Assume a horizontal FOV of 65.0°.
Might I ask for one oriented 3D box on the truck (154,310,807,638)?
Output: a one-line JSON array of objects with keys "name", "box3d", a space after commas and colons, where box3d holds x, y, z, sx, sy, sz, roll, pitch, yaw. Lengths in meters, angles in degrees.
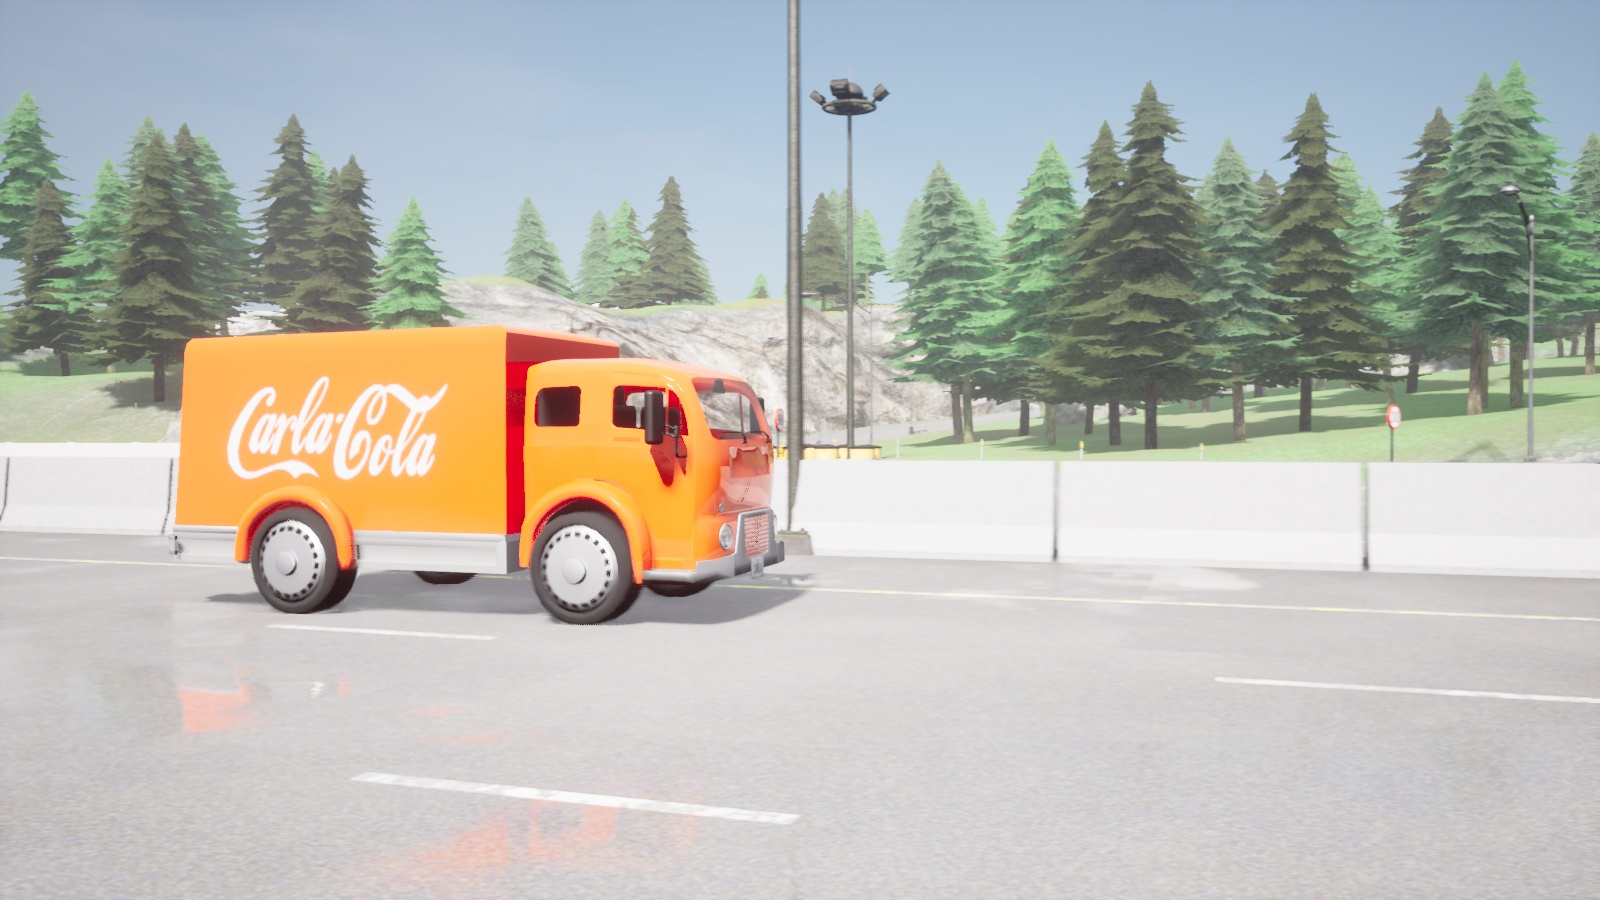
[{"name": "truck", "box3d": [-2.828, 0.145, 11.522, 5.204, 2.467, 2.627, 1, 1, 19]}]
